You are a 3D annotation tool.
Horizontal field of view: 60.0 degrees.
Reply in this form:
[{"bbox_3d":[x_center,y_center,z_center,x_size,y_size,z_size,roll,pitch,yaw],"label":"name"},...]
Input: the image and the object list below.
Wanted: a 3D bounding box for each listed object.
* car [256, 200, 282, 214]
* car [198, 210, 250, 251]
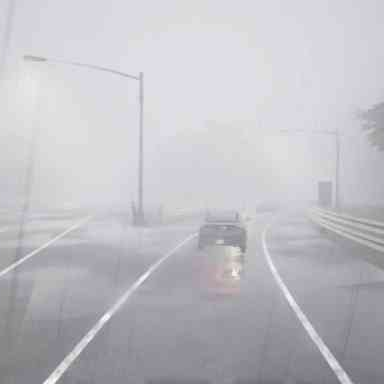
[{"bbox_3d":[8.306,1.590,35.752,2.033,1.411,5.357,0,0,26],"label":"car"},{"bbox_3d":[1.420,1.519,14.224,1.837,1.490,4.892,0,0,10],"label":"car"}]
